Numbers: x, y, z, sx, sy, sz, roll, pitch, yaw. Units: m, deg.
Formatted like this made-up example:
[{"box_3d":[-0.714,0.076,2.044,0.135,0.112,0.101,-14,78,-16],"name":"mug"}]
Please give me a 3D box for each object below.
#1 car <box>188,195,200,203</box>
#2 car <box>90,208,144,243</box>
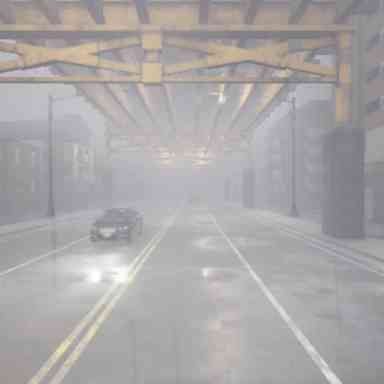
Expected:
[{"box_3d":[0.063,1.379,65.405,2.033,1.411,5.357,0,0,0],"name":"car"},{"box_3d":[-3.561,1.547,16.443,2.128,1.511,4.902,0,0,0],"name":"car"}]
